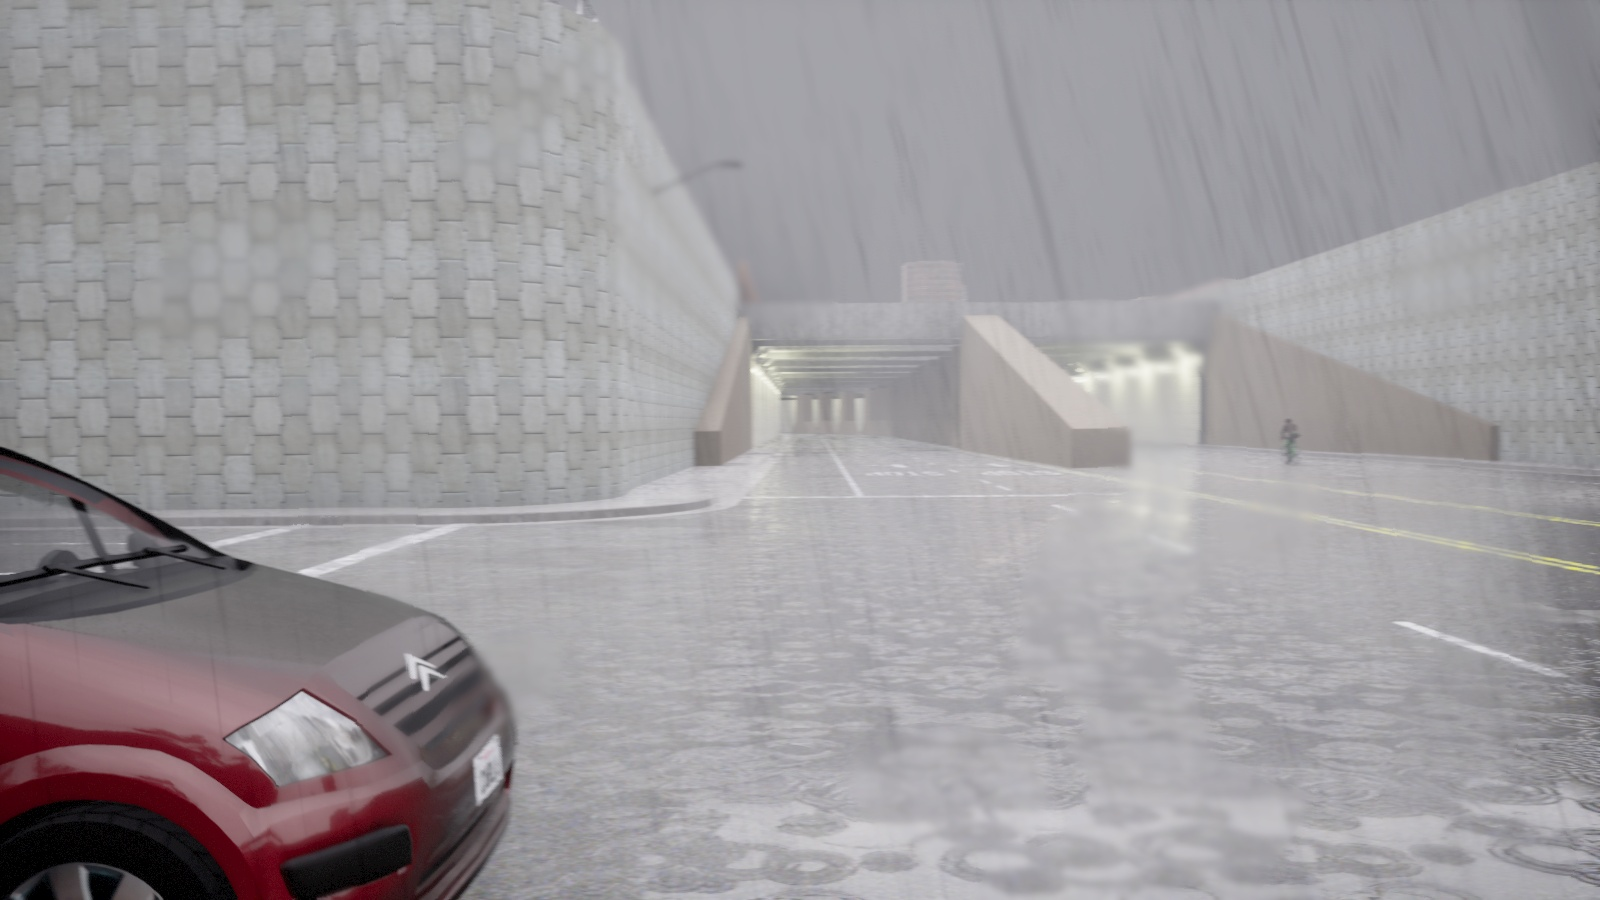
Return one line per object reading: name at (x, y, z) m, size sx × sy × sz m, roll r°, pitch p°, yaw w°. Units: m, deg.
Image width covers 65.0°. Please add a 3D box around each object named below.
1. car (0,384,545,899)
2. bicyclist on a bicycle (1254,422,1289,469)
car at (-2.934, 0.642, 3.702) m, size 3.988 × 1.617 × 1.851 m, roll 0°, pitch 1°, yaw 0°
bicyclist on a bicycle at (16.666, -0.159, 44.414) m, size 0.582 × 1.620 × 1.656 m, roll 0°, pitch 1°, yaw 0°
